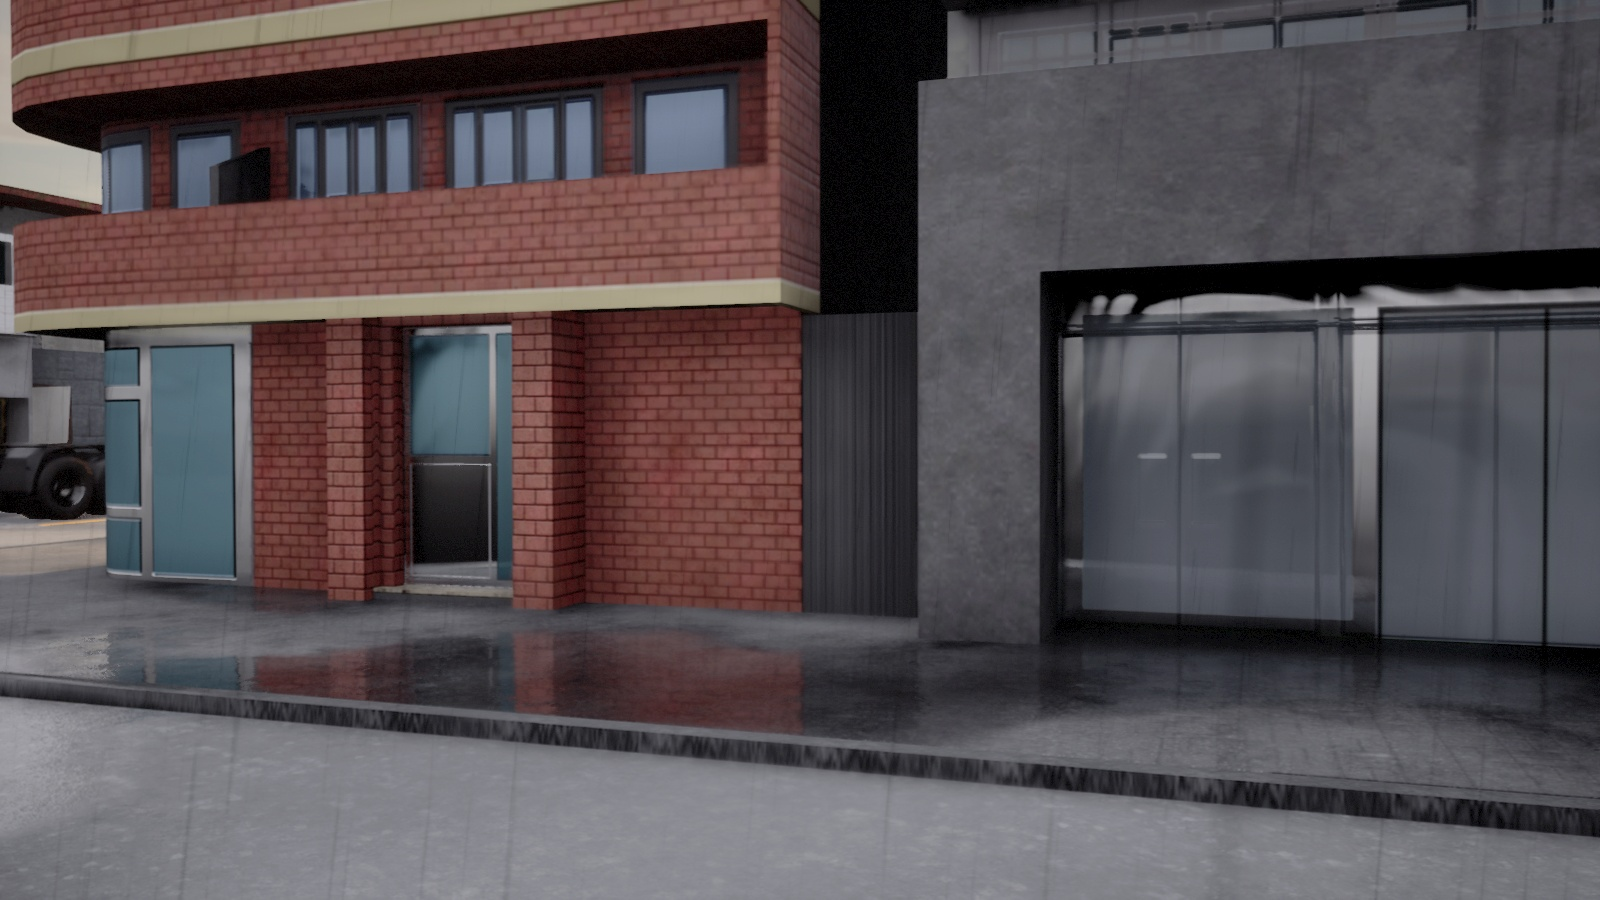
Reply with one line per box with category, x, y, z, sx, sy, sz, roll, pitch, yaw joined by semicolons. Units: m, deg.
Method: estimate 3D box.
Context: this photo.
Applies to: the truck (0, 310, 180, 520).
truck;-14.595;-0.583;20.933;2.891;3.462;7.936;1;1;18
